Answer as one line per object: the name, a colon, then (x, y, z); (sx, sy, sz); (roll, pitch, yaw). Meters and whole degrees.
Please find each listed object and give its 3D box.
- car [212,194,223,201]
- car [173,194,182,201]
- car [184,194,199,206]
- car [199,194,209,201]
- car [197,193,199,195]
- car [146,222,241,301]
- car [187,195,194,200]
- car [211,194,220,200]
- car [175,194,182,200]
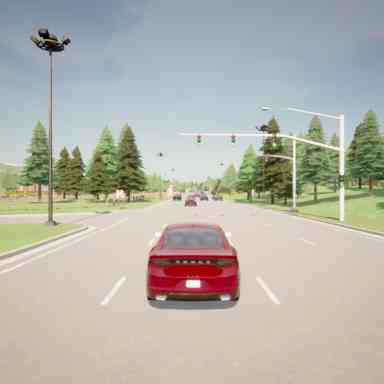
car: (6.693, 1.516, 83.618); (2.128, 1.511, 4.902); (0, 0, 0)
car: (-3.807, 1.469, 83.579); (1.882, 1.535, 5.008); (0, 0, 0)
car: (-0.194, 1.525, 52.979); (1.812, 1.442, 4.674); (0, 0, 0)
car: (3.191, 1.516, 84.022); (1.812, 1.442, 4.674); (0, 0, 0)
car: (3.154, 1.357, 94.025); (2.128, 1.511, 4.902); (0, 0, 0)
car: (0.032, 1.478, 8.377); (1.882, 1.535, 5.008); (0, 0, 0)
car: (-0.346, 1.427, 94.042); (1.895, 1.301, 4.718); (0, 0, 0)
car: (6.654, 1.372, 94.038); (2.033, 1.411, 5.357); (0, 0, 0)
car: (-3.846, 1.310, 93.999); (1.882, 1.535, 5.008); (0, 0, 0)
